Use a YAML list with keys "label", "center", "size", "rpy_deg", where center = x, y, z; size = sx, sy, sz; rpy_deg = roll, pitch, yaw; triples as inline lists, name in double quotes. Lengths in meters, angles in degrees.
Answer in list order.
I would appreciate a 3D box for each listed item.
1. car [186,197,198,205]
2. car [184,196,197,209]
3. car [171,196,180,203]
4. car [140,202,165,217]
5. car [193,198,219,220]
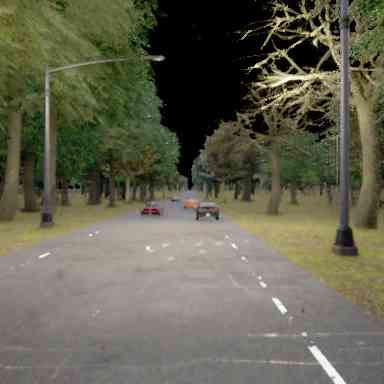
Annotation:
- label: "car"
  center: [-0.023, 1.637, 63.077]
  size: [2.128, 1.511, 4.902]
  rpy_deg: [0, 0, 0]
- label: "car"
  center: [-0.004, 1.394, 46.968]
  size: [2.097, 1.767, 4.553]
  rpy_deg: [0, 0, 0]
- label: "car"
  center: [-3.527, 1.634, 72.499]
  size: [1.882, 1.535, 5.008]
  rpy_deg: [0, 0, 0]
- label: "car"
  center: [-3.609, 1.588, 30.914]
  size: [1.895, 1.301, 4.718]
  rpy_deg: [0, 0, 0]
- label: "car"
  center: [1.214, 1.491, 27.602]
  size: [1.837, 1.490, 4.892]
  rpy_deg: [0, 0, 0]
